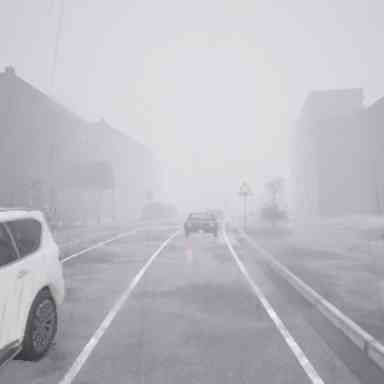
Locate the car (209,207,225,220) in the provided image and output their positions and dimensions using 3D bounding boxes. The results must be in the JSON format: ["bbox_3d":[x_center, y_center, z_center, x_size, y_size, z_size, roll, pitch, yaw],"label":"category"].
[{"bbox_3d":[2.724,2.437,38.385,1.882,1.535,5.008,-1,-2,9],"label":"car"}]

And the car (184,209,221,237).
[{"bbox_3d":[0.639,1.910,20.212,1.895,1.301,4.718,0,-2,4],"label":"car"}]

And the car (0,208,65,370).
[{"bbox_3d":[-3.079,1.233,3.025,2.150,2.045,5.566,0,0,0],"label":"car"}]
